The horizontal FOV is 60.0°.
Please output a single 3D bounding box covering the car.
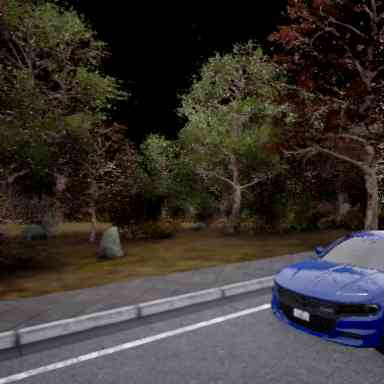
[{"bbox_3d":[3.617,1.499,6.228,5.008,1.535,1.882,0,0,-35],"label":"car"}]
